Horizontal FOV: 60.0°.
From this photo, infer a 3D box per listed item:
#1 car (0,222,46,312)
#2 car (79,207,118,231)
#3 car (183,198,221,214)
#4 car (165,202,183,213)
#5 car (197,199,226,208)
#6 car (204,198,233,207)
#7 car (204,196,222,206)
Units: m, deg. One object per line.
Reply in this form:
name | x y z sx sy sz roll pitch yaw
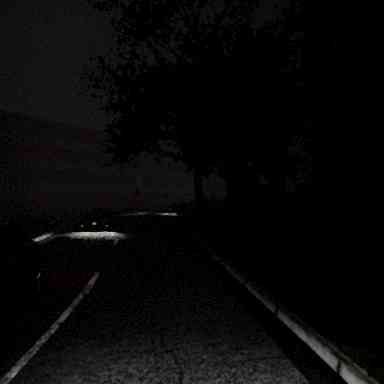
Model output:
car | -4.299 1.381 5.666 2.097 1.767 4.553 0 -1 -2
car | -6.015 1.713 21.762 1.994 1.385 4.181 0 0 -6
car | 1.287 1.822 39.836 1.882 1.535 5.008 0 -1 30
car | -1.573 1.916 41.525 1.994 1.385 4.181 0 -1 30
car | 3.438 1.998 58.854 4.674 1.452 2.002 0 0 30
car | 4.862 1.974 61.297 5.008 1.535 2.097 0 0 30
car | 1.992 1.689 56.430 5.566 2.045 2.435 0 0 30
